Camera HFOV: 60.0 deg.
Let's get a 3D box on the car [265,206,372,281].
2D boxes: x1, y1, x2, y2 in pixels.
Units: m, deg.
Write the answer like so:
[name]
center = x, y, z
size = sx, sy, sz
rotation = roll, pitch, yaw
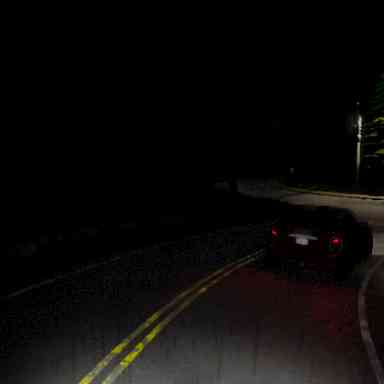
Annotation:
[car]
center = 4.006, 1.219, 10.050
size = 2.097, 1.767, 4.553
rotation = 4, 3, 36
